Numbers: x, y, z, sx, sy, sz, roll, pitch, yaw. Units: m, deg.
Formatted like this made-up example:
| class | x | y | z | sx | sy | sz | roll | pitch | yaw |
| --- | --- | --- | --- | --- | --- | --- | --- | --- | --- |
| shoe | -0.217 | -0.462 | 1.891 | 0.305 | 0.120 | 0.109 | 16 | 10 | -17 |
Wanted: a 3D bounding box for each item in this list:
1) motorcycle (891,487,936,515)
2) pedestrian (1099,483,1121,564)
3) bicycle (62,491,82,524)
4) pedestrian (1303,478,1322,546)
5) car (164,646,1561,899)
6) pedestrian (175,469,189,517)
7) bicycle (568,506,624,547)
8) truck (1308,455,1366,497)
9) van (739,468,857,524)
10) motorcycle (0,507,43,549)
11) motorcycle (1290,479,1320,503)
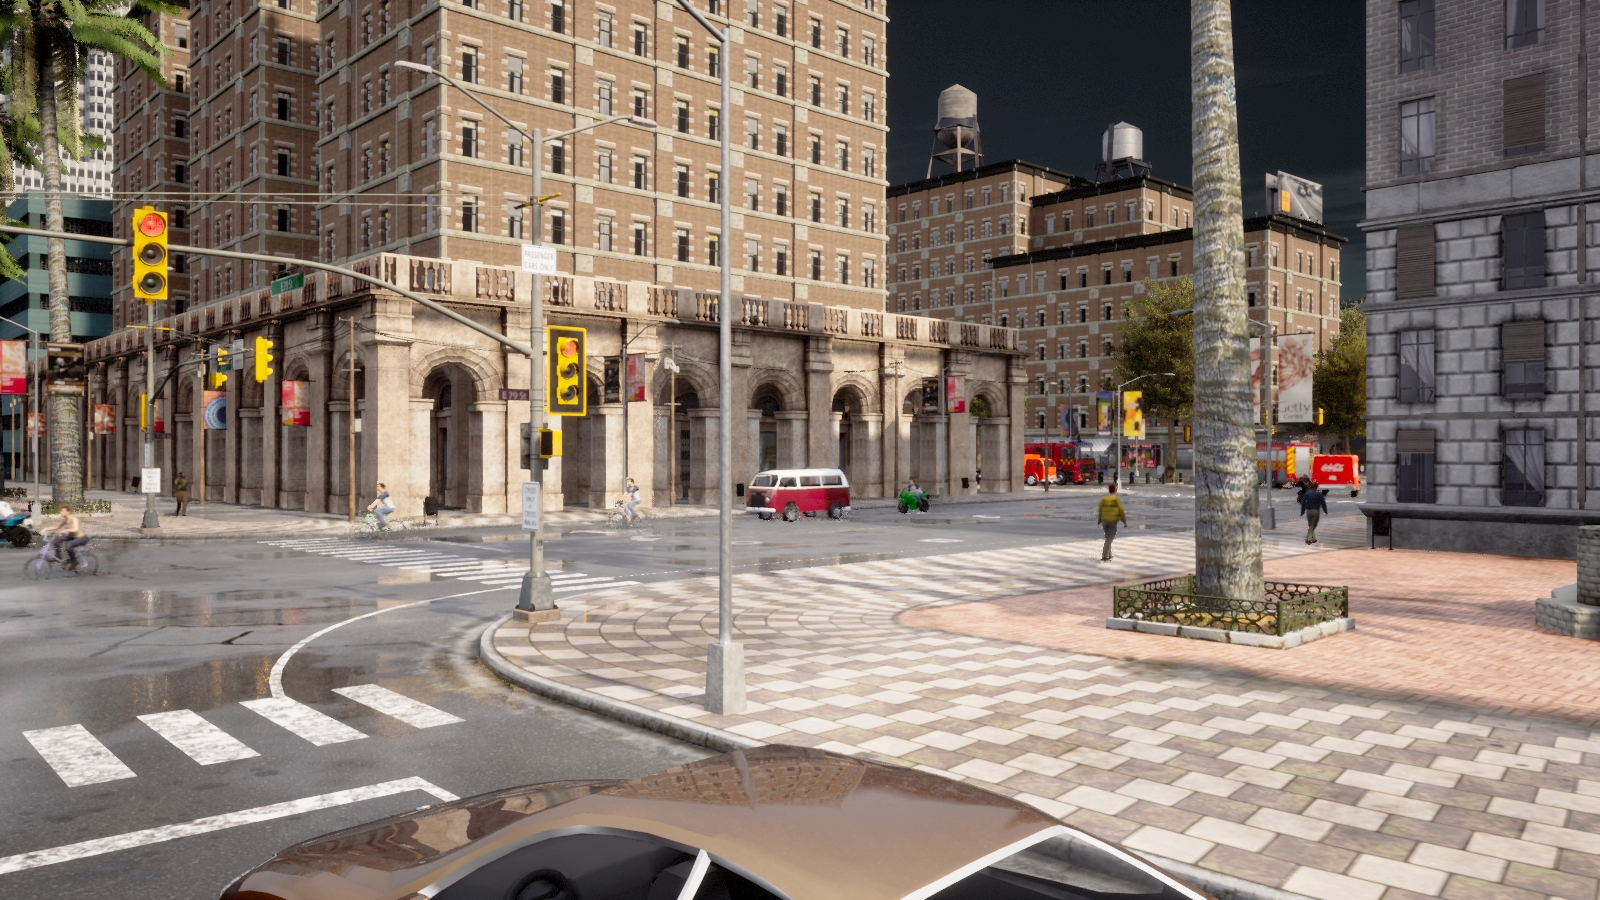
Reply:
| class | x | y | z | sx | sy | sz | roll | pitch | yaw |
| --- | --- | --- | --- | --- | --- | --- | --- | --- | --- |
| motorcycle | 4.990 | 2.213 | 50.105 | 2.033 | 1.145 | 0.803 | 0 | 0 | -43 |
| pedestrian | 7.228 | 1.696 | 26.663 | 0.375 | 1.860 | 0.375 | 0 | 0 | 42 |
| bicycle | -28.285 | 2.206 | 44.372 | 0.373 | 1.196 | 1.643 | 0 | 0 | -42 |
| pedestrian | 14.101 | 1.696 | 31.451 | 0.375 | 1.860 | 0.375 | 0 | 0 | 41 |
| car | -0.308 | 1.992 | 4.309 | 5.027 | 1.651 | 2.152 | 0 | 0 | 42 |
| pedestrian | -24.292 | 1.697 | 44.906 | 0.375 | 1.860 | 0.375 | 0 | 0 | 41 |
| bicycle | -6.050 | 2.256 | 34.004 | 0.859 | 1.080 | 1.487 | 1 | 0 | 32 |
| truck | 32.759 | 1.560 | 69.579 | 2.627 | 2.467 | 5.204 | 0 | -1 | 32 |
| van | -0.048 | 1.784 | 45.517 | 4.480 | 2.038 | 2.069 | 0 | 0 | -43 |
| motorcycle | -22.797 | 2.213 | 32.510 | 2.033 | 1.145 | 0.803 | 0 | -1 | 7 |
| motorcycle | 27.410 | 2.205 | 62.004 | 0.867 | 1.251 | 2.209 | 0 | 0 | 40 |
